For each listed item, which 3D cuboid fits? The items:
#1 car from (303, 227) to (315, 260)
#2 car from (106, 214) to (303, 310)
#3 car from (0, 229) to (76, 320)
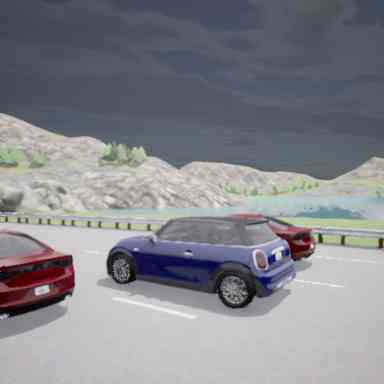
[{"bbox_3d":[1.515,1.473,11.287,5.008,1.535,1.882,0,0,34],"label":"car"},{"bbox_3d":[0.026,1.354,8.058,4.553,1.767,2.097,0,0,34],"label":"car"},{"bbox_3d":[-4.577,1.504,6.936,5.008,1.535,1.882,0,0,33],"label":"car"}]
